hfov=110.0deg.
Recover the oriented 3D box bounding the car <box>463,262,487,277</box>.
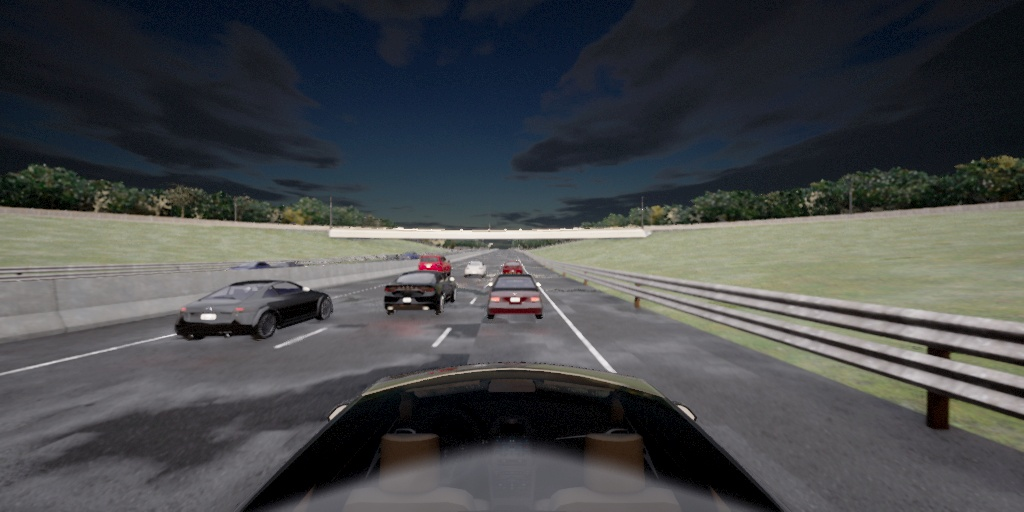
[{"bbox_3d":[-3.409,1.252,34.339,1.812,1.442,4.674,0,0,0],"label":"car"}]

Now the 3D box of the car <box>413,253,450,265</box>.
[{"bbox_3d":[-6.908,0.957,32.333,2.150,2.045,5.566,0,0,0],"label":"car"}]

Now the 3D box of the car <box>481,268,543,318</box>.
[{"bbox_3d":[0.097,1.348,13.188,2.033,1.411,5.357,0,0,0],"label":"car"}]

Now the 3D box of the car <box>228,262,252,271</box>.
[{"bbox_3d":[-24.603,1.251,34.078,1.812,1.442,4.674,0,0,0],"label":"car"}]

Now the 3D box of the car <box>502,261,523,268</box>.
[{"bbox_3d":[0.082,1.202,34.772,1.882,1.535,5.008,0,0,0],"label":"car"}]

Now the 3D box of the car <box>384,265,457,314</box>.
[{"bbox_3d":[-3.403,1.277,14.108,1.882,1.535,5.008,0,0,0],"label":"car"}]

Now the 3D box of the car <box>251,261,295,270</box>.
[{"bbox_3d":[-21.106,1.277,33.373,2.033,1.411,5.357,0,0,0],"label":"car"}]

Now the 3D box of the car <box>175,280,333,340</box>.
[{"bbox_3d":[-6.903,1.359,10.160,1.994,1.385,4.181,0,0,0],"label":"car"}]

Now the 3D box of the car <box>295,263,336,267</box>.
[{"bbox_3d":[-17.605,1.331,33.326,1.895,1.301,4.718,0,0,0],"label":"car"}]
